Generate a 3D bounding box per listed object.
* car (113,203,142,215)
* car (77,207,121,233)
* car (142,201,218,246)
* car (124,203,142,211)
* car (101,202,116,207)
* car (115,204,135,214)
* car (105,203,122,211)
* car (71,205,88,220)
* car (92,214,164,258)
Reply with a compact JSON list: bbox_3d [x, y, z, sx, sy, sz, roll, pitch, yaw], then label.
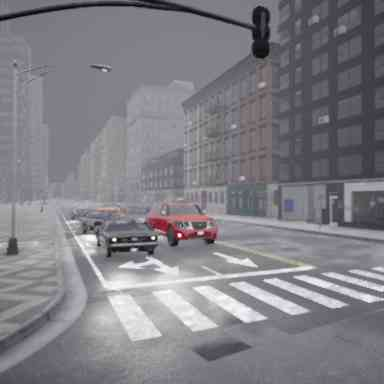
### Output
[{"bbox_3d":[-4.525,1.915,26.372,2.128,1.511,4.902,1,-1,-23],"label":"car"},{"bbox_3d":[-6.310,1.910,22.244,1.994,1.385,4.181,1,-1,-22],"label":"car"},{"bbox_3d":[-0.674,1.503,17.228,2.150,2.045,5.566,1,-1,-23],"label":"car"},{"bbox_3d":[-10.081,2.517,56.583,1.895,1.301,4.718,1,-1,-23],"label":"car"},{"bbox_3d":[-9.254,1.952,37.656,2.097,1.767,4.553,1,-1,-23],"label":"car"},{"bbox_3d":[-9.467,2.354,46.826,1.895,1.301,4.718,1,-1,-22],"label":"car"},{"bbox_3d":[-13.077,2.484,55.323,1.895,1.301,4.718,1,-1,-23],"label":"car"},{"bbox_3d":[-11.425,2.061,34.416,1.812,1.442,4.674,1,-1,-23],"label":"car"},{"bbox_3d":[-2.910,1.820,14.125,1.895,1.301,4.718,1,-1,-22],"label":"car"}]
